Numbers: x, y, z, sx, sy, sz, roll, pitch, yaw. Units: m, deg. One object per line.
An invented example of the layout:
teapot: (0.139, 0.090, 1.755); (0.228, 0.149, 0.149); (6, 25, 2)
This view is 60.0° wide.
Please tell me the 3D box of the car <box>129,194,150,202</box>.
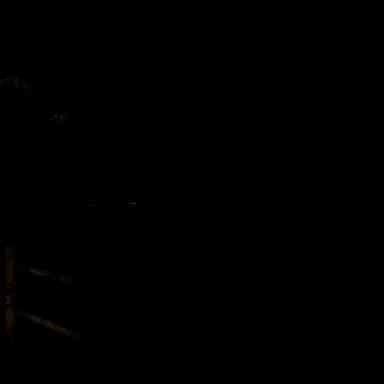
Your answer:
car: (-10.617, 1.174, 67.419); (1.837, 1.490, 4.892); (0, 0, 36)

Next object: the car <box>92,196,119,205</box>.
car: (-14.668, 1.446, 57.028); (1.882, 1.535, 5.008); (0, 0, 36)
